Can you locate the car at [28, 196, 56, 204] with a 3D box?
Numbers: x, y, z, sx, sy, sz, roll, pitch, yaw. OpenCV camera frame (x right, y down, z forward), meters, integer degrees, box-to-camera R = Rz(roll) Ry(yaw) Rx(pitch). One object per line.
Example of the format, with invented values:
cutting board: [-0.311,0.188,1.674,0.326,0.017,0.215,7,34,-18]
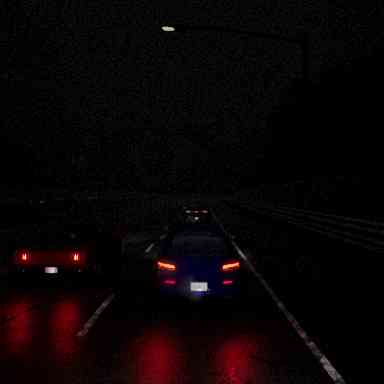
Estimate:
car: [-20.211,1.343,45.063,2.097,1.767,4.553,0,0,2]

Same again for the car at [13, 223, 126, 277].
car: [-3.359,1.597,10.249,1.895,1.301,4.718,0,0,1]

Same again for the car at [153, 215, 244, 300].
car: [0.132,1.523,8.227,1.812,1.442,4.674,0,0,0]

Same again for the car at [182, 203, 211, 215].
car: [0.333,1.502,24.031,2.128,1.511,4.902,0,0,1]
